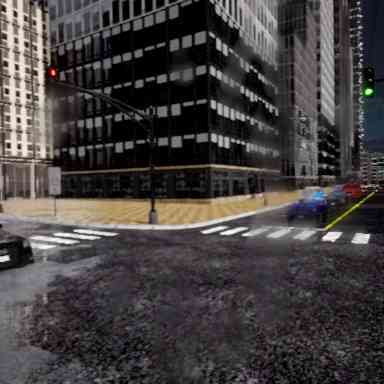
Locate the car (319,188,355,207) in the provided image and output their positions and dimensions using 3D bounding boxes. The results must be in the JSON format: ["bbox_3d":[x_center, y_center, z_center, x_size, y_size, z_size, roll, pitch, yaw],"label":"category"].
[{"bbox_3d":[13.837,0.612,31.606,2.033,1.411,5.357,0,1,31],"label":"car"}]

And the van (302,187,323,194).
[{"bbox_3d":[12.720,0.364,34.842,1.690,1.788,3.998,-1,1,31],"label":"van"}]

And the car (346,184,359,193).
[{"bbox_3d":[35.689,-0.845,73.792,2.192,1.841,5.009,-1,1,31],"label":"car"}]

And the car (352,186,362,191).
[{"bbox_3d":[41.436,-0.889,83.535,1.947,1.339,4.313,-1,1,31],"label":"car"}]

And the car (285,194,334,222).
[{"bbox_3d":[7.161,1.012,20.315,1.895,1.301,4.718,0,1,31],"label":"car"}]

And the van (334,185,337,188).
[{"bbox_3d":[24.204,-0.229,54.317,1.690,1.788,3.998,-1,1,31],"label":"van"}]

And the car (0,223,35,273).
[{"bbox_3d":[-6.057,1.326,8.617,4.181,1.385,1.994,1,2,30],"label":"car"}]

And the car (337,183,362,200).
[{"bbox_3d":[21.146,-0.101,43.947,2.150,2.045,5.566,0,3,32],"label":"car"}]

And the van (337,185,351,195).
[{"bbox_3d":[27.075,-0.377,59.186,1.690,1.788,3.998,-1,1,31],"label":"van"}]
